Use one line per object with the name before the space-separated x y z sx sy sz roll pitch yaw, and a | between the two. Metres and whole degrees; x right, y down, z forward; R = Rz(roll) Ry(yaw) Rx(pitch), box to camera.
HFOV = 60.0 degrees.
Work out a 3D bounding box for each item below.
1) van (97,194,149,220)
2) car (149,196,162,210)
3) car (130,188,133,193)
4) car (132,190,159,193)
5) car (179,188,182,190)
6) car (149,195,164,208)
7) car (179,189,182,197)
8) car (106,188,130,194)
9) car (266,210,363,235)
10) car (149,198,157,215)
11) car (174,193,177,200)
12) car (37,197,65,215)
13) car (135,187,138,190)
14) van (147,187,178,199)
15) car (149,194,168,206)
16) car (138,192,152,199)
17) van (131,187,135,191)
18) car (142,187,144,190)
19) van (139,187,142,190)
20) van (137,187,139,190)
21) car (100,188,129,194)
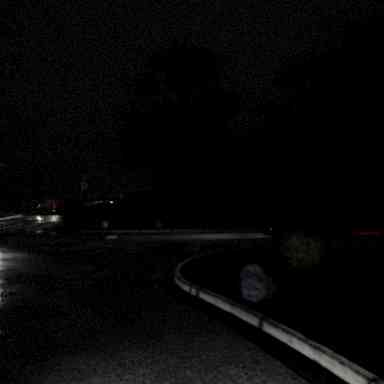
van | -6.448 1.410 29.391 4.442 1.987 1.878 0 2 2
car | -6.277 1.481 34.944 5.366 1.575 1.946 0 2 2
car | -17.283 0.431 79.038 4.674 1.452 2.002 0 2 2
car | -5.584 1.056 46.017 4.553 1.767 2.185 0 2 2
car | -4.179 0.292 79.286 5.008 1.535 2.097 0 2 2
car | -5.942 1.437 37.706 4.792 1.488 2.163 0 2 2
car | -4.928 0.765 62.656 4.792 1.488 2.163 0 2 2
car | -13.370 0.727 60.338 2.097 1.767 4.553 0 2 3
car | 6.504 1.657 18.103 4.718 1.301 1.895 -1 -1 0
car | -6.180 1.589 32.162 4.792 1.488 2.163 0 2 2
car | -5.381 1.032 51.566 5.008 1.535 2.097 0 2 2
car | -14.518 1.408 35.238 2.097 1.767 4.553 0 1 3
car | -17.051 0.242 84.636 5.008 1.535 2.097 0 2 2
van | -5.023 0.657 57.099 4.442 1.987 1.878 0 2 2
car | -5.858 1.333 40.478 4.892 1.521 2.231 0 2 2
car | -9.641 0.739 68.394 1.895 1.301 4.718 0 2 2
van | -17.051 0.090 81.825 4.442 1.987 1.878 0 2 2
car | -16.655 0.036 93.037 4.792 1.488 2.163 0 2 2
van | -16.690 -0.140 90.226 4.442 1.987 1.878 0 2 2
van | -17.043 -0.059 87.439 4.442 1.987 1.878 0 2 2
car | -17.557 0.289 73.432 5.566 2.045 2.435 0 2 2
